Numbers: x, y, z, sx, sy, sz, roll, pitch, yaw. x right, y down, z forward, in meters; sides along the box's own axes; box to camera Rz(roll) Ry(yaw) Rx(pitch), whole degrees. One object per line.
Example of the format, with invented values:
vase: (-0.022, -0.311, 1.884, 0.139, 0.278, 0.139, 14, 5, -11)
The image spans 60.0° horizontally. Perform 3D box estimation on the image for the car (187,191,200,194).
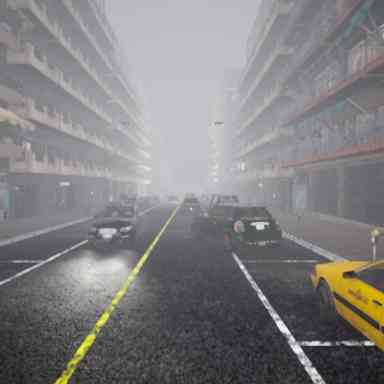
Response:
car: (-0.213, 0.876, 55.627, 2.097, 1.767, 4.553, 0, 1, 0)

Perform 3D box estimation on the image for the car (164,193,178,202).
car: (-3.333, 1.082, 59.347, 1.994, 1.385, 4.181, 0, 1, 0)

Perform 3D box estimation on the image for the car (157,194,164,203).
car: (-6.002, 1.109, 53.369, 1.947, 1.339, 4.313, -1, 1, 0)

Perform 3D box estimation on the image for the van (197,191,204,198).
van: (2.183, 0.570, 87.457, 1.690, 1.788, 3.998, -1, 1, 0)

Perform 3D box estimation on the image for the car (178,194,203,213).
car: (-0.094, 1.235, 32.491, 1.837, 1.490, 4.892, 0, 1, 0)

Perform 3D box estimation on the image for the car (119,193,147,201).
car: (-5.878, 1.058, 30.707, 2.192, 1.841, 5.009, -1, 0, 0)

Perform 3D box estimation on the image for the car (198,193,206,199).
car: (2.250, 0.919, 76.131, 1.802, 1.307, 4.206, -1, 1, 0)

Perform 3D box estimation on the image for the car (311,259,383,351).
car: (3.129, 1.423, 4.116, 1.801, 1.575, 5.366, 0, 0, 0)

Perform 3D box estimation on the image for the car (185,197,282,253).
car: (1.611, 1.239, 13.604, 2.097, 1.767, 4.553, 0, 0, -21)

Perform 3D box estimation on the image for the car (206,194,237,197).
car: (2.500, 1.107, 25.150, 2.192, 1.841, 5.009, -1, 0, 0)

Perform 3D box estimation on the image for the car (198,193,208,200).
car: (2.282, 0.940, 70.466, 2.008, 1.369, 4.403, -1, 1, 0)

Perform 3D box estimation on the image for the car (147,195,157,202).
car: (-5.938, 1.189, 42.038, 1.887, 1.381, 4.507, -1, 1, 0)

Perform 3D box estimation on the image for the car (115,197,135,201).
car: (-5.843, 1.336, 25.046, 1.887, 1.381, 4.507, -1, 0, 0)

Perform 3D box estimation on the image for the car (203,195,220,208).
car: (2.408, 1.189, 42.145, 1.887, 1.381, 4.507, -1, 1, 0)

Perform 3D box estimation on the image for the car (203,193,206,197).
car: (2.468, 1.058, 30.815, 2.192, 1.841, 5.009, -1, 1, 0)

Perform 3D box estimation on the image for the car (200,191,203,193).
car: (2.316, 1.007, 64.802, 1.947, 1.339, 4.313, -1, 1, 0)

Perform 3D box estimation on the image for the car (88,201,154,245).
car: (-3.182, 1.367, 14.898, 2.128, 1.511, 4.902, 0, 1, 0)

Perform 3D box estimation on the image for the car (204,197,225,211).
car: (2.441, 1.260, 36.481, 1.947, 1.339, 4.313, -1, 1, 0)
